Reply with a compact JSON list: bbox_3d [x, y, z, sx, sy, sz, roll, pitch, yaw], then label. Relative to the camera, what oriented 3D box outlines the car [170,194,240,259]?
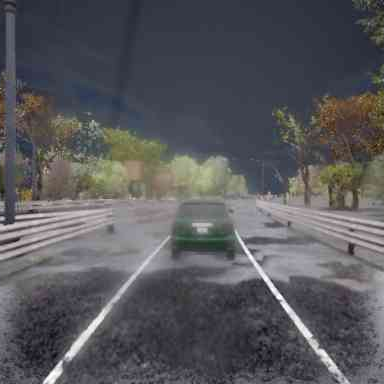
[{"bbox_3d":[0.472,1.262,12.906,2.150,2.045,5.566,0,0,3],"label":"car"}]
